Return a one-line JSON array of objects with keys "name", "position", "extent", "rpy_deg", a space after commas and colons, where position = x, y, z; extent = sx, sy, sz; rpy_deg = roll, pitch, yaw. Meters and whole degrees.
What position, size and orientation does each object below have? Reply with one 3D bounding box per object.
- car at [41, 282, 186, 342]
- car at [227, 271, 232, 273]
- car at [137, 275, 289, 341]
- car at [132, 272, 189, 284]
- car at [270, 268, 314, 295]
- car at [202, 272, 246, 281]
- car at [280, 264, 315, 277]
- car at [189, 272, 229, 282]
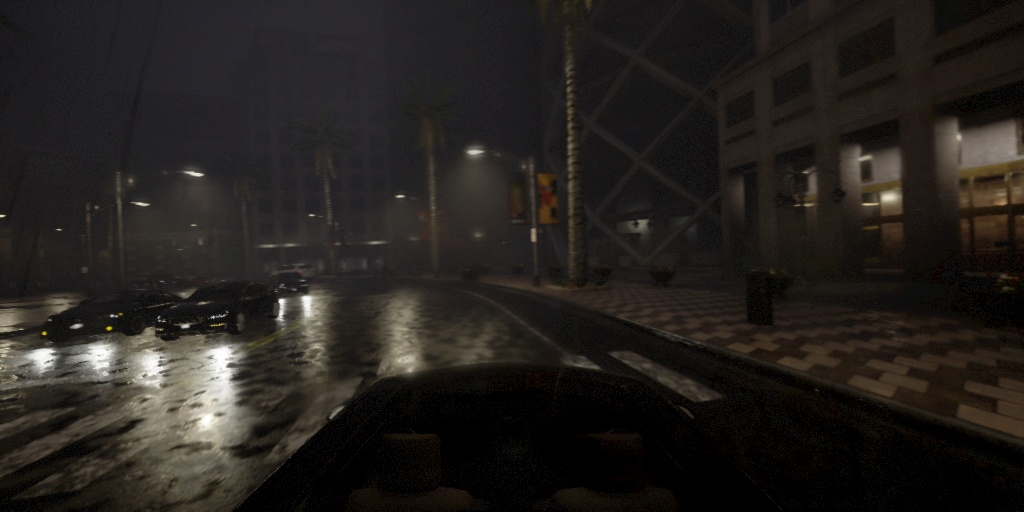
[{"name": "car", "position": [-13.017, 1.848, 12.171], "extent": [1.994, 1.385, 4.181], "rpy_deg": [-2, 0, -16]}, {"name": "car", "position": [-35.776, 2.673, 44.684], "extent": [5.008, 1.535, 1.882], "rpy_deg": [-2, 0, 11]}, {"name": "car", "position": [-9.326, 1.633, 11.821], "extent": [1.837, 1.490, 4.892], "rpy_deg": [-2, 0, -16]}, {"name": "car", "position": [-32.585, 2.234, 32.958], "extent": [4.892, 1.490, 1.837], "rpy_deg": [-2, 0, 20]}, {"name": "car", "position": [-15.012, 1.849, 24.164], "extent": [1.837, 1.490, 4.892], "rpy_deg": [-2, 1, -38]}, {"name": "car", "position": [-19.359, 2.080, 24.259], "extent": [2.033, 1.411, 5.357], "rpy_deg": [-2, 0, -42]}, {"name": "car", "position": [-25.202, 1.974, 41.125], "extent": [5.566, 2.045, 2.150], "rpy_deg": [-2, 0, 25]}, {"name": "car", "position": [-31.366, 2.627, 36.247], "extent": [4.718, 1.301, 1.895], "rpy_deg": [-2, 0, 20]}]
